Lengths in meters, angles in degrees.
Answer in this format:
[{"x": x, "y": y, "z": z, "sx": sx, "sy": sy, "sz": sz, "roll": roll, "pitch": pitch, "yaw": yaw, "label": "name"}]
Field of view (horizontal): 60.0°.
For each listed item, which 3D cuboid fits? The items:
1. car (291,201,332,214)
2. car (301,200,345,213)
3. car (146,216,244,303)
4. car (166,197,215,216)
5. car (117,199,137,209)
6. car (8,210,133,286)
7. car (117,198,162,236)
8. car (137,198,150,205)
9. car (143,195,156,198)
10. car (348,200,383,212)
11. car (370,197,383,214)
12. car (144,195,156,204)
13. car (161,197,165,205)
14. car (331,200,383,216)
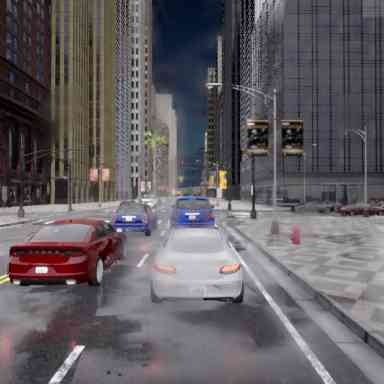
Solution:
[{"x": 12.833, "y": 1.635, "z": 35.900, "sx": 4.181, "sy": 1.385, "sz": 1.994, "roll": 0, "pitch": -1, "yaw": -1, "label": "car"}, {"x": 15.217, "y": 1.661, "z": 38.687, "sx": 4.313, "sy": 1.339, "sz": 1.947, "roll": 0, "pitch": 0, "yaw": -1, "label": "car"}, {"x": 0.105, "y": 1.534, "z": 8.073, "sx": 1.812, "sy": 1.442, "sz": 4.674, "roll": 0, "pitch": 0, "yaw": 0, "label": "car"}, {"x": 0.041, "y": 1.257, "z": 17.775, "sx": 2.150, "sy": 2.045, "sz": 5.566, "roll": 0, "pitch": 0, "yaw": 1, "label": "car"}, {"x": -9.804, "y": 1.777, "z": 50.931, "sx": 2.033, "sy": 1.411, "sz": 5.357, "roll": 0, "pitch": 0, "yaw": 0, "label": "car"}, {"x": -3.144, "y": 1.489, "z": 9.445, "sx": 1.882, "sy": 1.535, "sz": 5.008, "roll": 0, "pitch": 0, "yaw": 0, "label": "car"}, {"x": -3.134, "y": 1.391, "z": 18.672, "sx": 2.097, "sy": 1.767, "sz": 4.553, "roll": 0, "pitch": 0, "yaw": 0, "label": "car"}, {"x": -9.713, "y": 1.870, "z": 66.581, "sx": 1.812, "sy": 1.442, "sz": 4.674, "roll": 0, "pitch": -1, "yaw": 1, "label": "car"}, {"x": -6.556, "y": 1.452, "z": 50.972, "sx": 2.150, "sy": 2.045, "sz": 5.566, "roll": 0, "pitch": 0, "yaw": 0, "label": "car"}, {"x": 20.857, "y": 1.642, "z": 38.769, "sx": 4.313, "sy": 1.339, "sz": 1.947, "roll": 0, "pitch": 0, "yaw": -1, "label": "car"}, {"x": 22.165, "y": 1.392, "z": 36.035, "sx": 4.553, "sy": 1.767, "sz": 2.097, "roll": 0, "pitch": -1, "yaw": -1, "label": "car"}, {"x": -9.683, "y": 1.659, "z": 77.622, "sx": 2.150, "sy": 2.045, "sz": 5.566, "roll": 0, "pitch": 0, "yaw": 0, "label": "car"}, {"x": -6.518, "y": 1.804, "z": 60.684, "sx": 1.837, "sy": 1.490, "sz": 4.892, "roll": 0, "pitch": 0, "yaw": 1, "label": "car"}, {"x": 15.340, "y": 1.576, "z": 30.163, "sx": 4.206, "sy": 1.307, "sz": 1.802, "roll": 0, "pitch": 0, "yaw": -1, "label": "car"}]
